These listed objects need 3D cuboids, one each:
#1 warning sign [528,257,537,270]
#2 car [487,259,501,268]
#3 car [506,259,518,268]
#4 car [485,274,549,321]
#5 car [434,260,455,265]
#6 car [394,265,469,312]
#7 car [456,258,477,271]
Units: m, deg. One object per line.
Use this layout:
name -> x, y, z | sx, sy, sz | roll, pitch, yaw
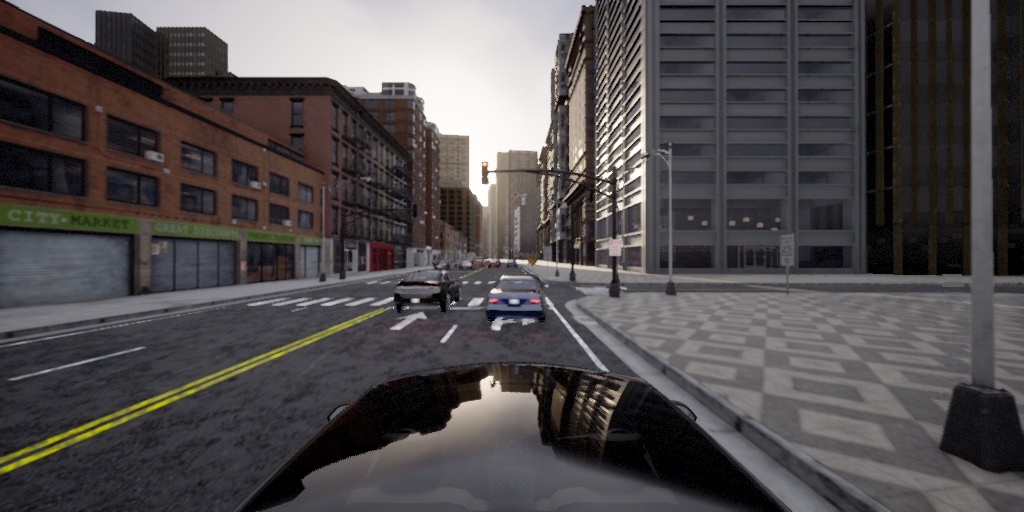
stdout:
warning sign -> 2.818, 0.992, 48.783 | 1.300, 1.860, 1.060 | 0, 0, 0
car -> -3.249, 1.437, 64.799 | 1.812, 1.442, 4.674 | 0, 0, 1
car -> -0.005, 1.436, 64.234 | 1.812, 1.442, 4.674 | 0, 0, 0
car -> 0.284, 1.331, 12.547 | 2.033, 1.411, 5.357 | 0, 0, 5
car -> -9.868, 1.373, 50.623 | 2.128, 1.511, 4.902 | 0, 0, 0
car -> -3.202, 1.281, 14.373 | 2.128, 1.511, 4.902 | 0, 0, 0
car -> -6.613, 1.411, 52.495 | 1.812, 1.442, 4.674 | 0, 0, 0
